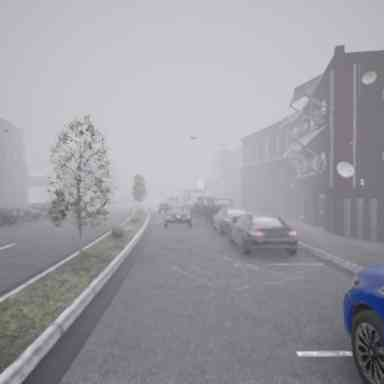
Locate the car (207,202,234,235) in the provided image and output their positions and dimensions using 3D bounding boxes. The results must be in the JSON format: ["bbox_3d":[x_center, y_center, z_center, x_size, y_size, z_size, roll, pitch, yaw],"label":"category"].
[{"bbox_3d":[2.276,1.522,18.491,2.002,1.452,4.674,0,0,-4],"label":"car"}]

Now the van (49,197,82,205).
[{"bbox_3d":[-18.324,1.744,47.089,4.442,1.987,1.878,0,-1,-11],"label":"van"}]

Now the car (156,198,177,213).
[{"bbox_3d":[-3.284,1.828,41.175,1.837,1.490,4.892,0,-1,-9],"label":"car"}]

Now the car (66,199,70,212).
[{"bbox_3d":[-16.369,1.832,36.346,4.792,1.488,2.163,0,-1,-8],"label":"car"}]

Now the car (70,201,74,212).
[{"bbox_3d":[-16.737,1.876,39.049,4.792,1.488,2.163,0,-1,-9],"label":"car"}]

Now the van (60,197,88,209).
[{"bbox_3d":[-20.366,1.876,57.696,4.442,1.987,1.878,0,-1,-13],"label":"van"}]

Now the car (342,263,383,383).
[{"bbox_3d":[3.009,1.214,1.919,2.435,2.045,5.566,0,0,0],"label":"car"}]

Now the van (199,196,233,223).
[{"bbox_3d":[1.832,1.308,24.147,1.878,1.987,4.442,0,0,-5],"label":"van"}]

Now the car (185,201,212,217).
[{"bbox_3d":[0.601,1.724,35.071,2.163,1.488,4.792,0,-1,-7],"label":"car"}]

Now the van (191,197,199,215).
[{"bbox_3d":[1.261,1.381,29.656,1.878,1.987,4.442,0,-1,-6],"label":"van"}]

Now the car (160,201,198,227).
[{"bbox_3d":[-1.055,1.598,23.122,2.033,1.411,5.357,0,-1,-5],"label":"car"}]

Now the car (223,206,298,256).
[{"bbox_3d":[2.626,1.494,12.959,2.002,1.452,4.674,0,0,-3],"label":"car"}]

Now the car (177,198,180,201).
[{"bbox_3d":[-0.186,1.779,40.508,2.097,1.535,5.008,0,-1,-8],"label":"car"}]

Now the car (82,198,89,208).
[{"bbox_3d":[-19.247,2.069,52.335,4.792,1.488,2.163,0,-1,-12],"label":"car"}]

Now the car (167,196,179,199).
[{"bbox_3d":[-3.333,1.753,57.108,2.150,2.045,5.566,0,-1,-12],"label":"car"}]

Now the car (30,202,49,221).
[{"bbox_3d":[-15.186,1.685,28.111,4.792,1.488,2.163,0,-1,-6],"label":"car"}]

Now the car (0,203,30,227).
[{"bbox_3d":[-14.600,1.323,22.681,5.566,2.045,2.435,0,-1,-5],"label":"car"}]

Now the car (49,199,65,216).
[{"bbox_3d":[-15.936,1.756,33.648,4.892,1.521,2.231,0,-1,-8],"label":"car"}]
